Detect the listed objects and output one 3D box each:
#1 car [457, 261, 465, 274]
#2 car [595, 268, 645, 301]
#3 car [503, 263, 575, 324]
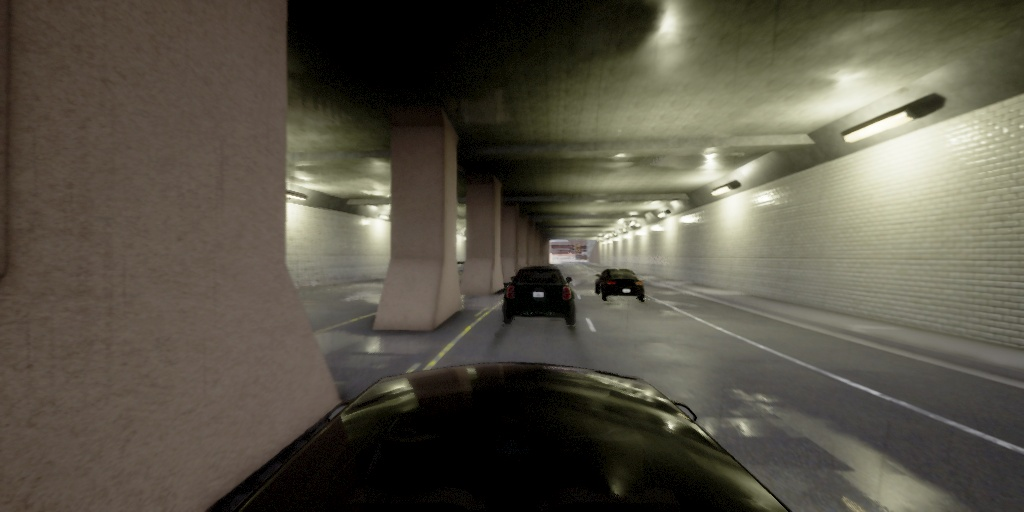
[{"bbox_3d":[-5.931,1.244,40.804,1.812,1.442,4.674,0,0,8],"label":"car"},{"bbox_3d":[5.130,1.301,17.410,1.812,1.442,4.674,0,0,7],"label":"car"},{"bbox_3d":[0.970,1.106,12.174,2.097,1.767,4.553,0,0,6],"label":"car"}]
